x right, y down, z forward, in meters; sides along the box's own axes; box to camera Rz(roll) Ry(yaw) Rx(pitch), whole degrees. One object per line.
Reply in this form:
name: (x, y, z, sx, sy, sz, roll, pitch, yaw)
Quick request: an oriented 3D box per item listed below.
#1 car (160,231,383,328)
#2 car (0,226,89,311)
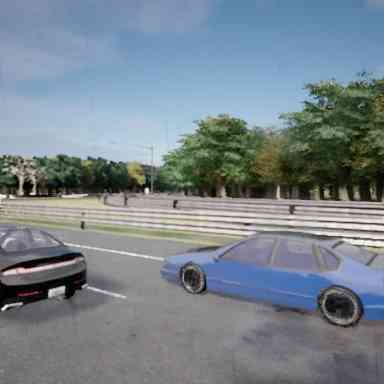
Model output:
car: (1.864, 1.545, 6.978, 5.357, 1.411, 2.033, 0, 0, 36)
car: (-4.268, 1.482, 7.096, 4.902, 1.511, 2.128, 0, 0, 36)
